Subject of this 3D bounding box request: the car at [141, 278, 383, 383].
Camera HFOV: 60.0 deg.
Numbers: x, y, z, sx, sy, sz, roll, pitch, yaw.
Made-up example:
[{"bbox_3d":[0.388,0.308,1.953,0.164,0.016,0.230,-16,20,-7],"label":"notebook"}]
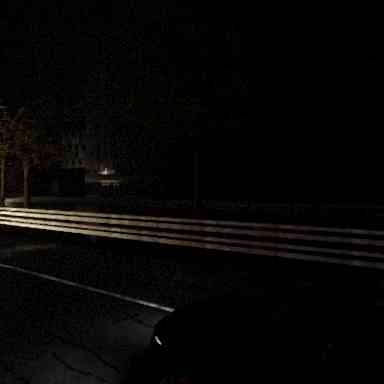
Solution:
[{"bbox_3d":[1.665,1.525,2.805,4.674,1.442,1.812,0,0,35],"label":"car"}]
